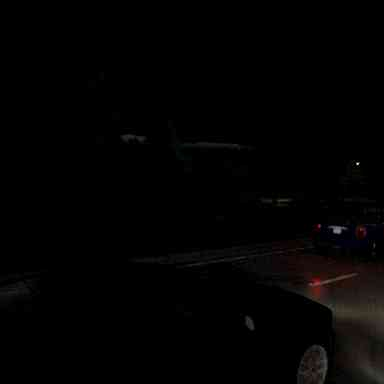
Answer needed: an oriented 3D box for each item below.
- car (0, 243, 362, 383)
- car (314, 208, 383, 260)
[{"bbox_3d":[-0.558,1.483,3.343,5.008,1.535,1.882,1,0,-35],"label":"car"},{"bbox_3d":[6.812,1.405,12.879,4.553,1.767,2.097,0,0,-36],"label":"car"}]
